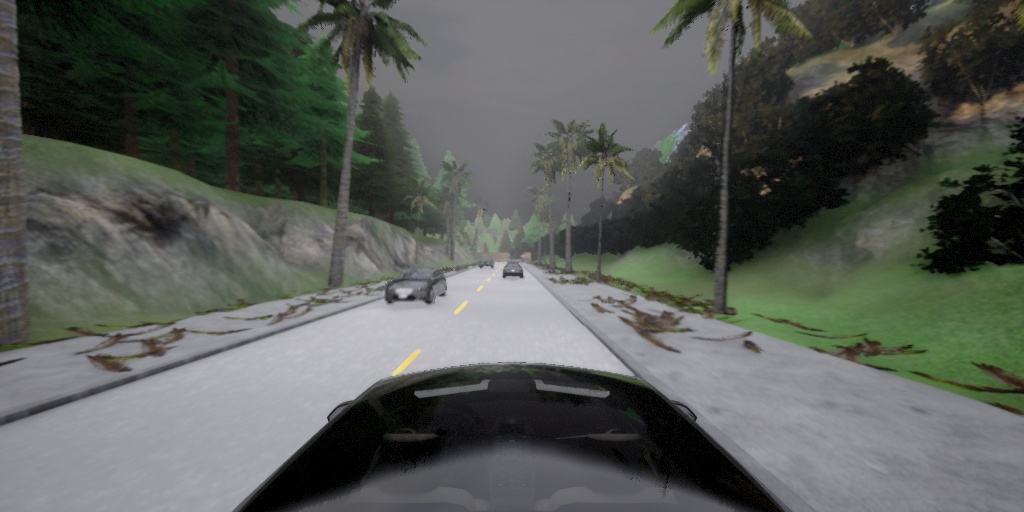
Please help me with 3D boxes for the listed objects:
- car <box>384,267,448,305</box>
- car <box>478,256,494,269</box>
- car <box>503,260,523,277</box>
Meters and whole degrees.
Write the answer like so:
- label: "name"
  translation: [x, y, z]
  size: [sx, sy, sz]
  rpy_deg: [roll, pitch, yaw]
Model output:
- label: "car"
  translation: [-4.097, 1.242, 15.982]
  size: [2.128, 1.511, 4.902]
  rpy_deg: [0, 0, 0]
- label: "car"
  translation: [-4.007, 0.977, 56.632]
  size: [2.150, 2.045, 5.566]
  rpy_deg: [0, 0, 1]
- label: "car"
  translation: [0.100, 1.315, 35.092]
  size: [1.994, 1.385, 4.181]
  rpy_deg: [0, 0, 0]
